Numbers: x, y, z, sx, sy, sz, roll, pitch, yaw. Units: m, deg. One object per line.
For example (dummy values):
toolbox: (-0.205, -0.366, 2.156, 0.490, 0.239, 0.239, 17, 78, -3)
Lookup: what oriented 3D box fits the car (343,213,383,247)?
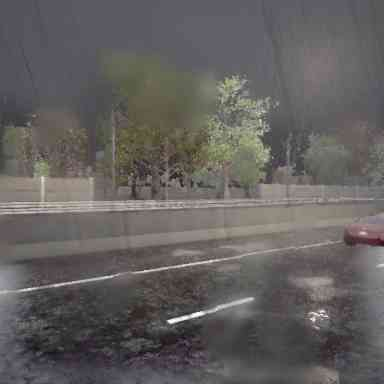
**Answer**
car: (8.269, 1.572, 14.067, 4.181, 1.385, 1.994, 0, 0, -35)
